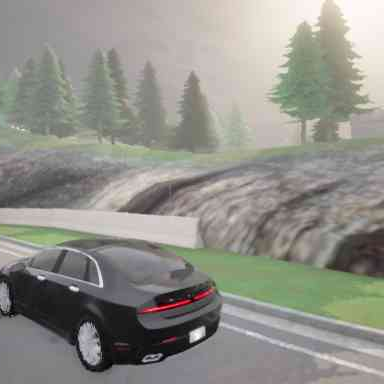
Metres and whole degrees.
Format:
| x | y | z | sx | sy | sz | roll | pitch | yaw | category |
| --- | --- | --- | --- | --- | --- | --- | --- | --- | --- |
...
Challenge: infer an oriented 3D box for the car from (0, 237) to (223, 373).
| x | y | z | sx | sy | sz | roll | pitch | yaw | category |
| --- | --- | --- | --- | --- | --- | --- | --- | --- | --- |
| -1.742 | 1.560 | 5.818 | 4.892 | 1.490 | 1.837 | 0 | 0 | 41 | car |
